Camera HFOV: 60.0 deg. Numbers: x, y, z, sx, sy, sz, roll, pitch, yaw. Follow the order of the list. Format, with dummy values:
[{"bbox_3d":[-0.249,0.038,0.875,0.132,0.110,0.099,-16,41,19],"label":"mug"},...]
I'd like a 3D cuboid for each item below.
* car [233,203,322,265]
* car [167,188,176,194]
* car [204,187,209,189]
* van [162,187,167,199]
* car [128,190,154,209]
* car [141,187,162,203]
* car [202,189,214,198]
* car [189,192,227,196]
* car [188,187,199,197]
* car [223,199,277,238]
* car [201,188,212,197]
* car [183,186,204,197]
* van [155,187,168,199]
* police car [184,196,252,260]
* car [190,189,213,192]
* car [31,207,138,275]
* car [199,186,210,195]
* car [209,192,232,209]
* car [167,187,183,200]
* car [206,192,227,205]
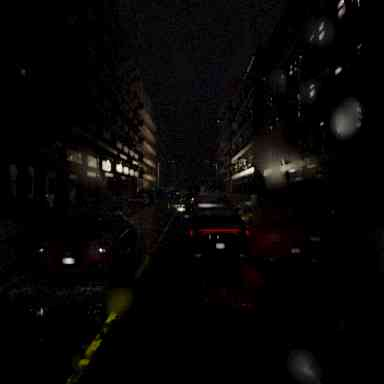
[{"bbox_3d":[2.627,1.297,10.607,1.887,1.381,4.507,1,1,0],"label":"car"},{"bbox_3d":[-4.961,-0.182,82.584,1.947,1.339,4.313,1,1,0],"label":"car"},{"bbox_3d":[2.808,0.343,54.842,1.887,1.381,4.507,1,1,0],"label":"car"},{"bbox_3d":[-5.090,0.253,49.401,1.690,1.788,3.998,2,1,0],"label":"van"},{"bbox_3d":[-5.163,0.794,32.648,1.752,1.417,4.829,2,1,0],"label":"car"},{"bbox_3d":[-5.134,0.460,38.344,2.192,1.841,5.009,2,1,0],"label":"car"},{"bbox_3d":[2.830,0.232,60.371,1.887,1.381,4.507,1,1,0],"label":"car"},{"bbox_3d":[0.911,0.992,21.279,1.882,1.535,5.008,0,1,0],"label":"car"},{"bbox_3d":[0.253,0.007,61.965,2.097,1.767,4.553,0,1,0],"label":"car"},{"bbox_3d":[2.651,1.149,16.307,1.752,1.417,4.829,1,1,0],"label":"car"},{"bbox_3d":[2.863,0.017,65.899,1.967,1.590,4.097,1,1,0],"label":"car"},{"bbox_3d":[0.202,0.159,47.971,2.150,2.045,5.566,0,1,0],"label":"car"},{"bbox_3d":[-5.068,0.140,54.932,1.690,1.788,3.998,1,1,0],"label":"van"},{"bbox_3d":[0.755,1.161,11.386,1.930,1.638,5.238,0,1,0],"label":"police car"},{"bbox_3d":[0.936,0.834,27.471,1.801,1.575,5.366,0,1,0],"label":"car"},{"bbox_3d":[-2.811,1.341,9.568,1.994,1.385,4.181,0,1,0],"label":"car"},{"bbox_3d":[2.869,-0.326,76.957,2.192,1.841,5.009,1,1,0],"label":"car"},{"bbox_3d":[2.717,0.810,32.723,1.887,1.381,4.507,1,1,0],"label":"car"},{"bbox_3d":[-2.627,0.400,50.161,1.837,1.490,4.892,0,1,0],"label":"car"},{"bbox_3d":[2.739,0.696,38.254,2.008,1.369,4.403,1,1,0],"label":"car"}]
